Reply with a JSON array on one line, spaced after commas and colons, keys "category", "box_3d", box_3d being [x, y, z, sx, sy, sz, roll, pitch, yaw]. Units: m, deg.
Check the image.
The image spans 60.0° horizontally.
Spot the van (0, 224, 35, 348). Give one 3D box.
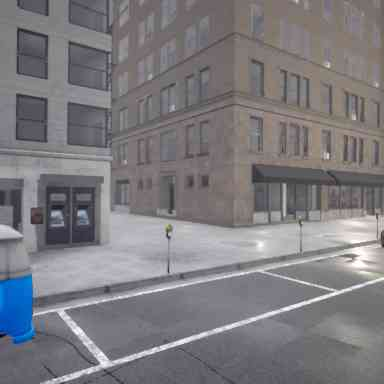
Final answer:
[{"category": "van", "box_3d": [-4.006, 1.341, 3.892, 3.998, 1.788, 1.690, 0, 1, -36]}]

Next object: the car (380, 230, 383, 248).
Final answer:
[{"category": "car", "box_3d": [9.373, 1.581, 13.457, 4.313, 1.339, 1.947, 0, 1, -36]}]
